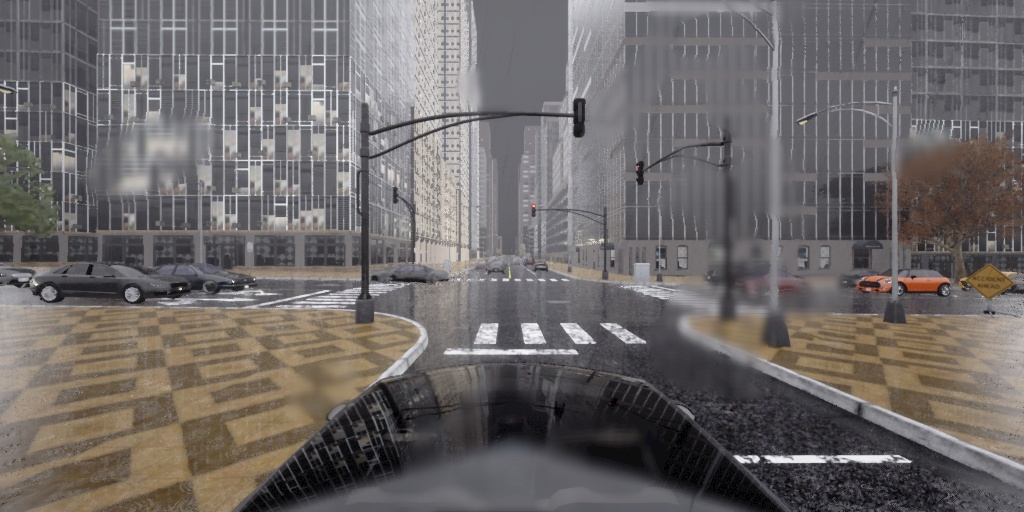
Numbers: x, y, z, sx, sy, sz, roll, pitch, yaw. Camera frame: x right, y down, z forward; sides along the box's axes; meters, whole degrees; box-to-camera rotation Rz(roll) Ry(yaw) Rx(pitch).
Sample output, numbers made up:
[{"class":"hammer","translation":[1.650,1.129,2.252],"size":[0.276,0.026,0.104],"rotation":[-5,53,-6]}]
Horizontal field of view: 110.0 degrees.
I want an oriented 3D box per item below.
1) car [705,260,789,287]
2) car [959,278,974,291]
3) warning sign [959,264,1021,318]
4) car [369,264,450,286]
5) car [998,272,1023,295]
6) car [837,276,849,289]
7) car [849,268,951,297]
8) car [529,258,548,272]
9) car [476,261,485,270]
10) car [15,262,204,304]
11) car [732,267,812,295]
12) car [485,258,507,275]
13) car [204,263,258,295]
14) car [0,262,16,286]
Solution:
[{"class":"car","translation":[16.903,1.303,25.635],"size":[5.566,2.045,2.150],"rotation":[1,0,-3]},{"class":"car","translation":[36.321,1.907,26.640],"size":[5.008,1.535,1.882],"rotation":[1,0,-3]},{"class":"warning sign","translation":[17.214,1.204,12.935],"size":[1.060,1.860,1.300],"rotation":[0,0,-3]},{"class":"car","translation":[-7.009,1.238,24.551],"size":[5.357,1.411,2.033],"rotation":[3,-1,-22]},{"class":"car","translation":[34.001,1.952,23.266],"size":[4.181,1.385,1.994],"rotation":[1,0,-3]},{"class":"car","translation":[26.292,1.813,26.127],"size":[4.181,1.385,1.994],"rotation":[1,0,-3]},{"class":"car","translation":[24.784,1.575,22.790],"size":[4.553,1.767,2.097],"rotation":[1,0,-3]},{"class":"car","translation":[3.670,1.329,46.659],"size":[1.948,1.339,4.313],"rotation":[0,0,-1]},{"class":"car","translation":[-4.315,1.342,52.105],"size":[1.802,1.307,4.207],"rotation":[0,0,-1]},{"class":"car","translation":[-15.426,0.998,13.984],"size":[4.892,1.490,1.837],"rotation":[1,0,-3]},{"class":"car","translation":[16.090,1.631,22.339],"size":[4.181,1.385,1.994],"rotation":[1,0,-3]},{"class":"car","translation":[-1.727,1.271,40.088],"size":[1.837,1.490,4.892],"rotation":[0,0,-1]},{"class":"car","translation":[-15.438,1.040,17.272],"size":[5.357,1.411,2.033],"rotation":[1,0,0]},{"class":"car","translation":[-25.372,0.802,16.723],"size":[4.902,1.511,2.128],"rotation":[1,0,-3]}]
